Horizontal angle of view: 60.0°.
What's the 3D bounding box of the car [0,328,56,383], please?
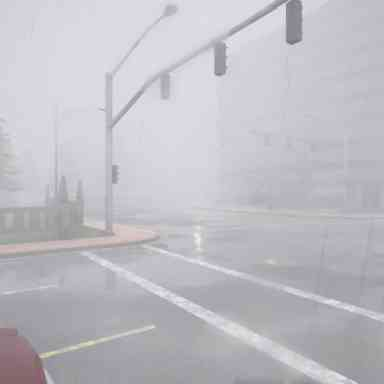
[{"bbox_3d":[-3.118,1.601,1.554,4.718,1.301,1.895,0,0,-35],"label":"car"}]
